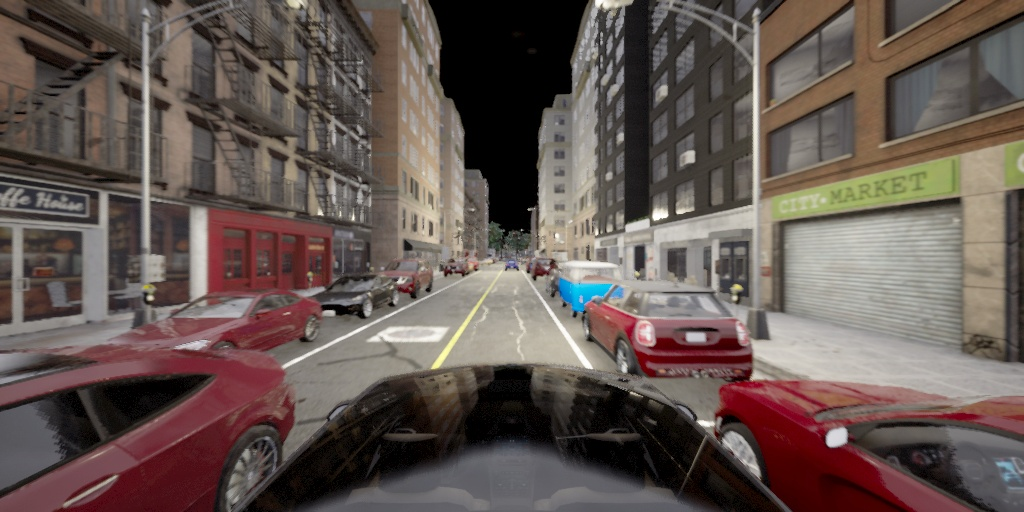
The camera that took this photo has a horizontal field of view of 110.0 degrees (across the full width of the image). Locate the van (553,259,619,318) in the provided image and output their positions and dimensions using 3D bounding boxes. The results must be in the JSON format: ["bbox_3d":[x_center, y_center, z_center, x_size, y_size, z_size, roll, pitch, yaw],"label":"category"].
[{"bbox_3d":[2.641,1.091,12.761,1.690,1.789,3.998,0,0,0],"label":"van"}]

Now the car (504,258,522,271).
[{"bbox_3d":[-0.020,1.268,48.991,1.812,1.442,4.674,0,0,-1],"label":"car"}]

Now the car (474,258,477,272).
[{"bbox_3d":[-5.390,1.270,40.988,1.751,1.417,4.829,0,0,0],"label":"car"}]

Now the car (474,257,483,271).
[{"bbox_3d":[-5.390,1.058,46.838,2.192,1.841,5.009,0,0,0],"label":"car"}]

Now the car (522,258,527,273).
[{"bbox_3d":[2.647,1.060,41.156,2.192,1.841,5.009,0,0,0],"label":"car"}]

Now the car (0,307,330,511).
[{"bbox_3d":[-2.838,1.276,1.412,1.812,1.442,4.674,0,0,0],"label":"car"}]

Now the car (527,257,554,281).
[{"bbox_3d":[2.645,1.062,29.798,2.192,1.841,5.009,0,0,0],"label":"car"}]

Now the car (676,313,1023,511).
[{"bbox_3d":[2.638,1.295,1.404,1.888,1.381,4.507,0,0,0],"label":"car"}]

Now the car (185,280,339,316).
[{"bbox_3d":[-5.392,1.332,7.089,1.802,1.307,4.207,0,0,0],"label":"car"}]

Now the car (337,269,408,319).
[{"bbox_3d":[-5.392,1.315,12.767,1.948,1.339,4.313,0,0,0],"label":"car"}]

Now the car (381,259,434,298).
[{"bbox_3d":[-5.392,1.064,18.446,2.192,1.841,5.009,0,0,0],"label":"car"}]

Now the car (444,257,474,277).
[{"bbox_3d":[-5.391,1.061,35.481,2.192,1.841,5.009,0,0,0],"label":"car"}]

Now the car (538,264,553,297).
[{"bbox_3d":[2.642,1.300,18.440,2.007,1.370,4.403,0,0,0],"label":"car"}]

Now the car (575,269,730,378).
[{"bbox_3d":[2.639,1.190,7.083,1.967,1.591,4.097,0,0,0],"label":"car"}]
